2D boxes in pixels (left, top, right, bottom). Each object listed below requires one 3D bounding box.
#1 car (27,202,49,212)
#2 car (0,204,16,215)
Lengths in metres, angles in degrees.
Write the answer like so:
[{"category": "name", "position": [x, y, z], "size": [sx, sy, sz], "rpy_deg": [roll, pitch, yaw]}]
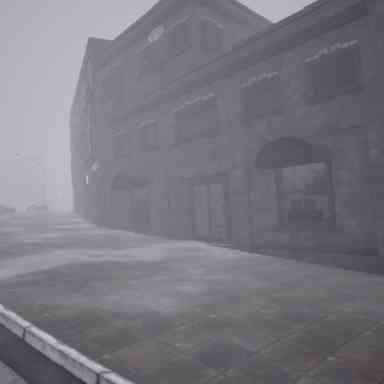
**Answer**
[{"category": "car", "position": [-23.984, 2.276, 51.742], "size": [1.812, 1.442, 4.674], "rpy_deg": [-3, -1, -2]}, {"category": "car", "position": [-23.211, 2.150, 40.311], "size": [1.895, 1.301, 4.718], "rpy_deg": [-3, -1, -4]}]
